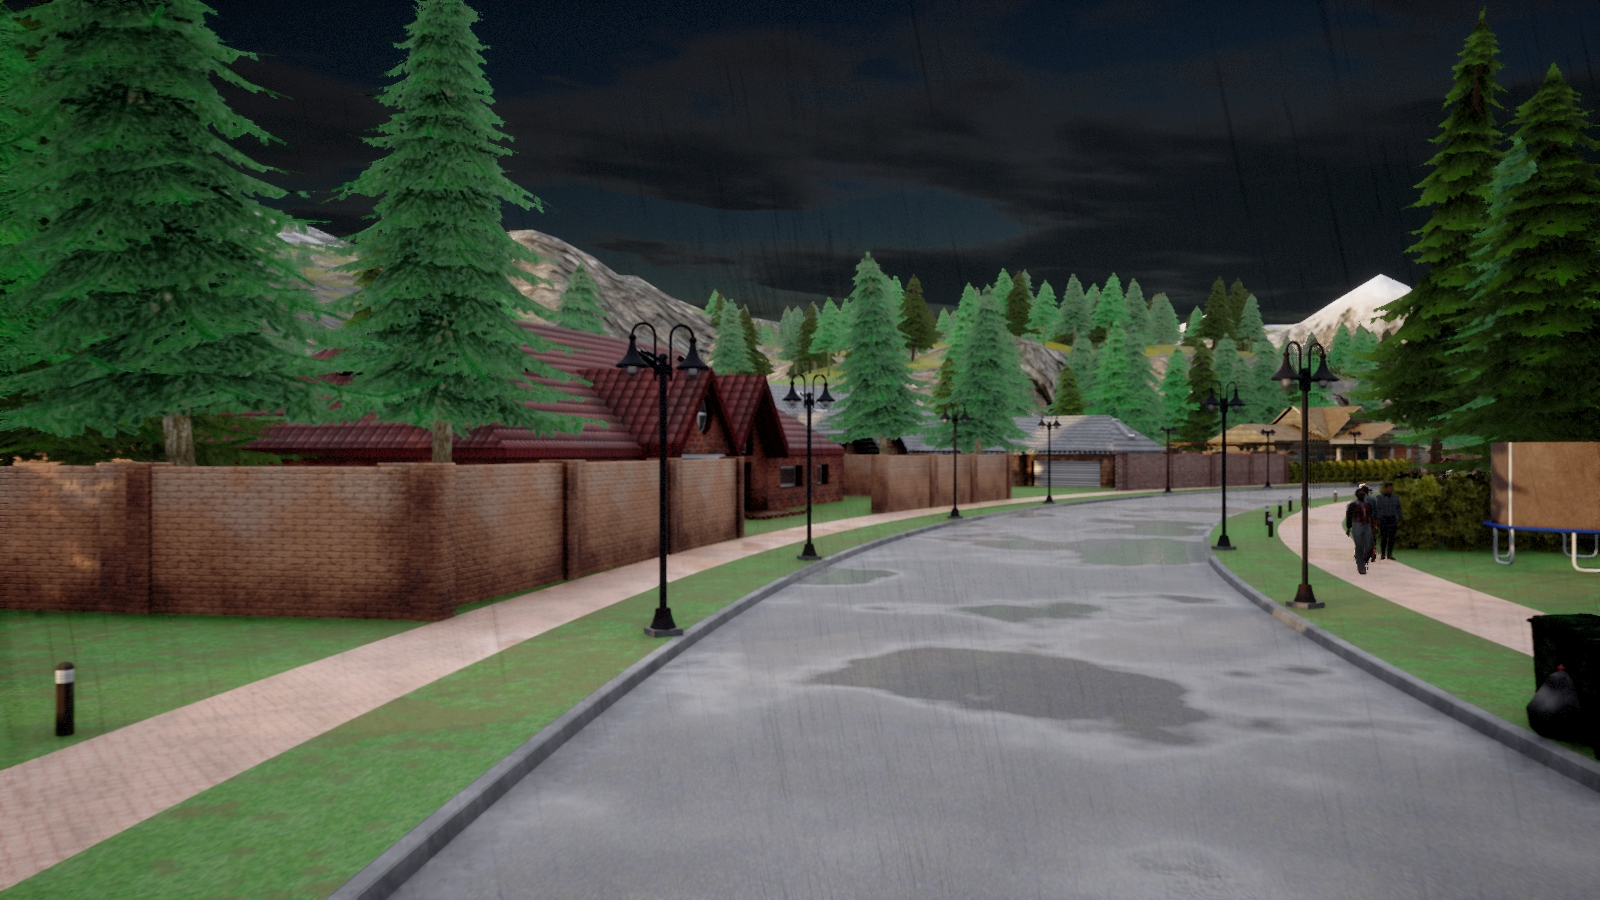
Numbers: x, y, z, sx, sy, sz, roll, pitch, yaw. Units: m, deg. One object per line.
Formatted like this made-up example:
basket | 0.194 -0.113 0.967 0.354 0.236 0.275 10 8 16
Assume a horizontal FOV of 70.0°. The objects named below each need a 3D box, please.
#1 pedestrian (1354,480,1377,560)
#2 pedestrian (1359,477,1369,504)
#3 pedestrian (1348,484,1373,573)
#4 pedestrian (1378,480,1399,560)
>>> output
pedestrian | 13.381 1.656 27.041 0.375 1.860 0.375 0 0 0
pedestrian | 27.047 1.930 54.793 0.375 1.300 0.375 0 0 38
pedestrian | 11.907 1.657 24.292 0.375 1.860 0.375 0 0 8
pedestrian | 14.002 1.656 27.188 0.375 1.860 0.375 0 0 12
